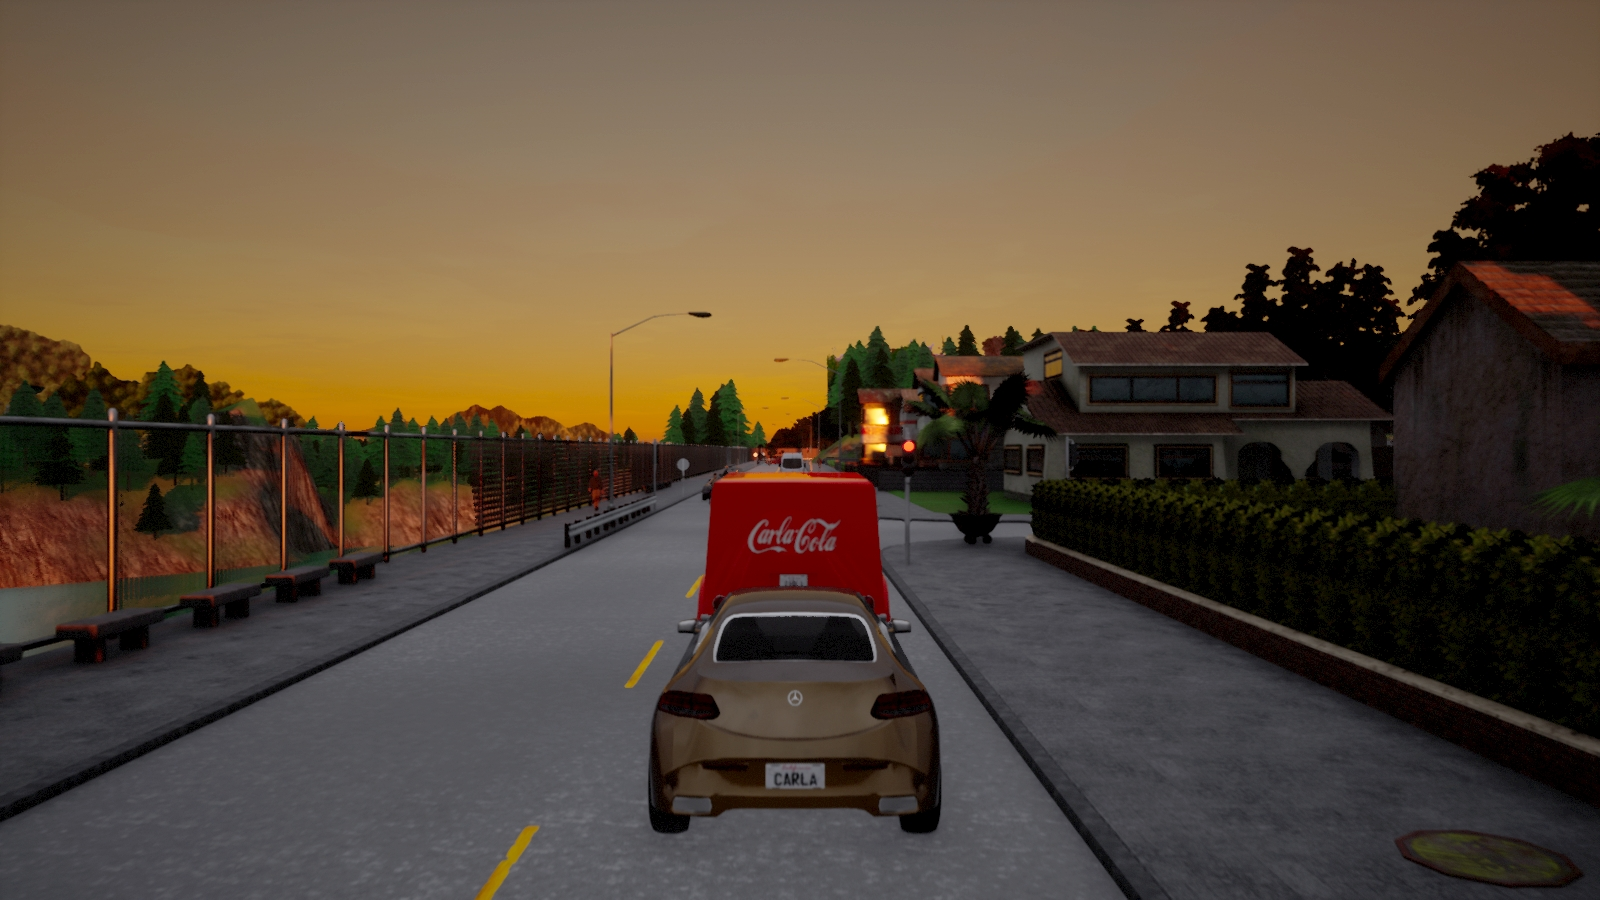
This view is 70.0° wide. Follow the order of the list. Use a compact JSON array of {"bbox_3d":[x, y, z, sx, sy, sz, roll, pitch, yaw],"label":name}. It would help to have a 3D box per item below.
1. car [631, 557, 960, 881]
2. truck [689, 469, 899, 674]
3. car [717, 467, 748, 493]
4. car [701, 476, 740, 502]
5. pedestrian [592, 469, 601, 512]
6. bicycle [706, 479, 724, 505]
[{"bbox_3d":[-0.049,1.992,9.987,2.152,1.651,5.027,0,0,0],"label":"car"},{"bbox_3d":[-0.094,1.568,16.907,2.627,2.467,5.204,0,0,0],"label":"truck"},{"bbox_3d":[-4.505,1.998,76.722,1.851,1.617,3.988,0,0,0],"label":"car"},{"bbox_3d":[-4.419,2.154,63.958,1.895,1.301,4.718,0,0,0],"label":"car"},{"bbox_3d":[-8.832,1.744,49.524,0.375,1.860,0.375,0,0,-9],"label":"pedestrian"},{"bbox_3d":[-4.378,2.157,59.000,0.859,1.276,1.487,0,0,0],"label":"bicycle"}]
